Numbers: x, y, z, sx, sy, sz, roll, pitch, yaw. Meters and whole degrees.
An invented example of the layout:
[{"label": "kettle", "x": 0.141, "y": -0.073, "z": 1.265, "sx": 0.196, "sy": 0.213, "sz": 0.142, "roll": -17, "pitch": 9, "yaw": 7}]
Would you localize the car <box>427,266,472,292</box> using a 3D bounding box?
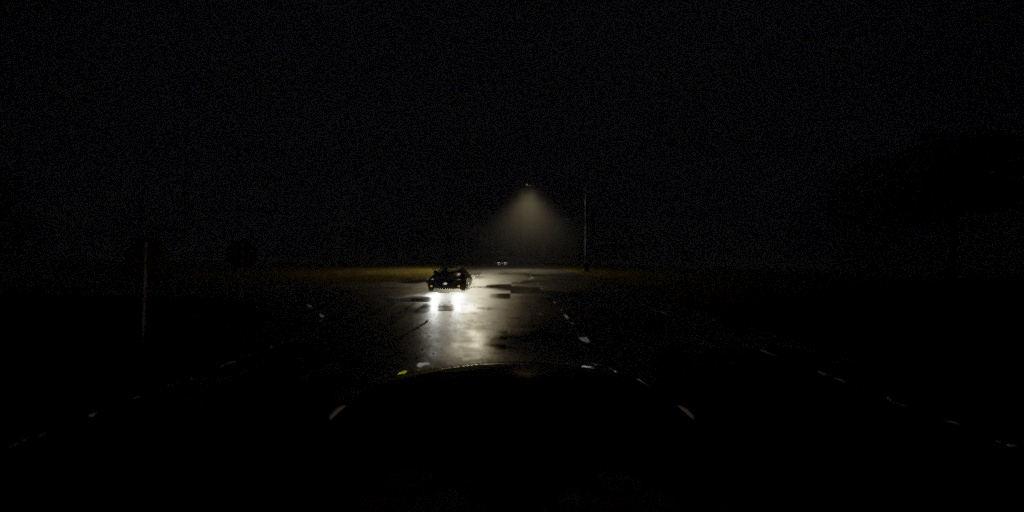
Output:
[{"label": "car", "x": -3.437, "y": 1.257, "z": 20.439, "sx": 1.994, "sy": 1.385, "sz": 4.181, "roll": 0, "pitch": -1, "yaw": 0}]
